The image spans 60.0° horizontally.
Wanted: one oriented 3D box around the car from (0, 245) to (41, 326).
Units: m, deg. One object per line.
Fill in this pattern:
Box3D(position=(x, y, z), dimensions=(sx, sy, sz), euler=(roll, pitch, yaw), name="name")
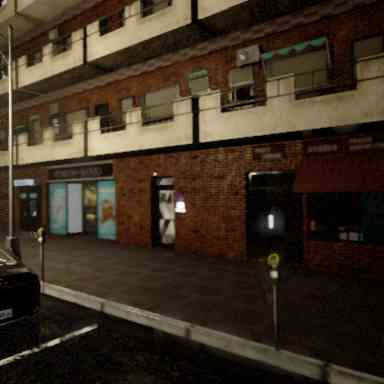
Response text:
Box3D(position=(-4.514, 1.550, 6.106), dimensions=(4.403, 1.369, 2.008), euler=(0, -1, 36), name="car")
